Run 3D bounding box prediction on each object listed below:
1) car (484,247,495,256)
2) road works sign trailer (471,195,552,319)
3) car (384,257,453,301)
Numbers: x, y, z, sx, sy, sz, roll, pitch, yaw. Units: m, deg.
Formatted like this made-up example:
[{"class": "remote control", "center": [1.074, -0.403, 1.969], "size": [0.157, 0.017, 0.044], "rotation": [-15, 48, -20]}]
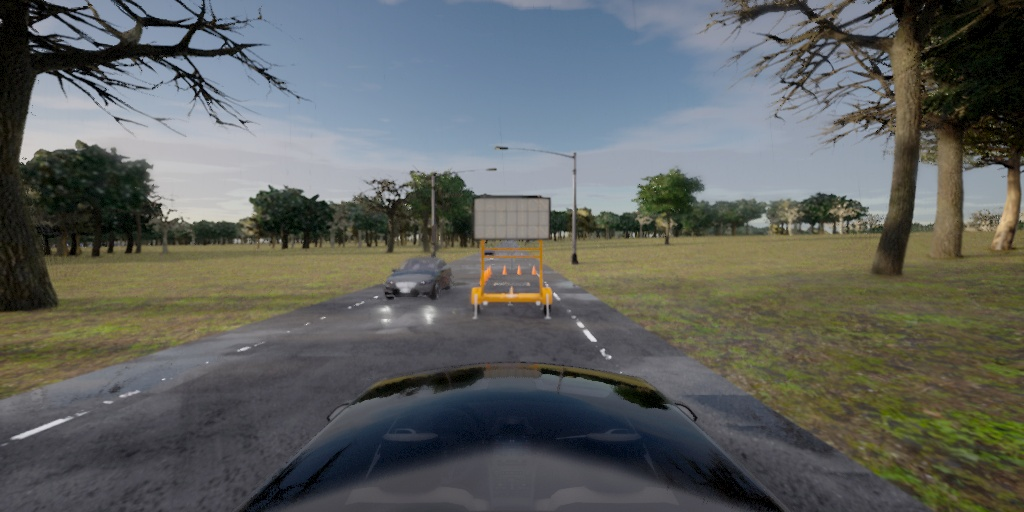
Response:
[{"class": "car", "center": [-3.572, -0.675, 56.055], "size": [2.033, 1.411, 5.357], "rotation": [0, 2, 1]}, {"class": "road works sign trailer", "center": [-0.004, -0.100, 11.337], "size": [2.380, 3.560, 2.880], "rotation": [0, 0, 0]}, {"class": "car", "center": [-3.601, 0.817, 14.556], "size": [2.128, 1.511, 4.902], "rotation": [0, 2, 0]}]
